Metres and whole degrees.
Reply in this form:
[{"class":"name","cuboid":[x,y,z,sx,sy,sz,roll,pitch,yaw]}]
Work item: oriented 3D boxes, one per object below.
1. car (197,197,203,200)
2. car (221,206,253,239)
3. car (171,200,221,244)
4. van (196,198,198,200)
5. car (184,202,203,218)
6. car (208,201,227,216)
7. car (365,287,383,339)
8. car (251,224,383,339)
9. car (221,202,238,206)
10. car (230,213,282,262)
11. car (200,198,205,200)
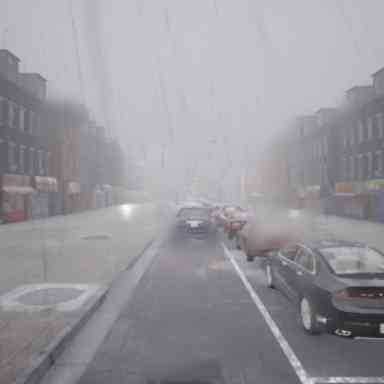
[{"class":"car","cuboid":[2.637,2.226,68.480,2.008,1.369,4.403,-1,-1,0]},{"class":"car","cuboid":[2.634,1.669,17.851,1.887,1.381,4.507,-1,0,0]},{"class":"car","cuboid":[0.099,1.466,16.520,2.097,1.767,4.553,0,0,0]},{"class":"van","cuboid":[2.634,2.446,95.439,1.690,1.788,3.998,-1,-1,0]},{"class":"car","cuboid":[0.115,1.791,33.821,1.812,1.442,4.674,0,-1,0]},{"class":"car","cuboid":[2.756,1.825,37.134,1.812,1.442,4.674,0,-1,0]},{"class":"car","cuboid":[2.632,1.573,0.975,1.947,1.339,4.313,0,0,0]},{"class":"car","cuboid":[2.633,1.593,6.600,2.008,1.369,4.403,0,0,0]},{"class":"car","cuboid":[2.633,1.611,23.478,1.967,1.590,4.097,-1,-1,0]},{"class":"car","cuboid":[2.633,1.663,12.226,1.802,1.307,4.206,-1,0,0]},{"class":"car","cuboid":[2.636,2.000,51.605,1.887,1.381,4.507,-1,-1,0]}]
